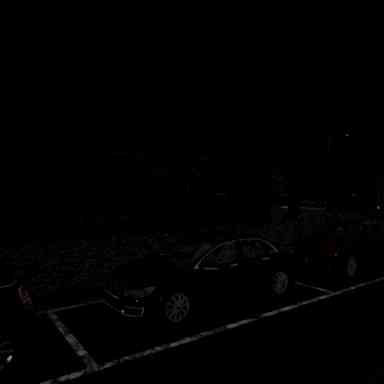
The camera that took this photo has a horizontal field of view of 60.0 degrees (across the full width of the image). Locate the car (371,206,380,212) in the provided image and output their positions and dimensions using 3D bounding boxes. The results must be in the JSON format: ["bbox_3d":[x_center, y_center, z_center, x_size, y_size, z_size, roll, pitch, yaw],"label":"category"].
[{"bbox_3d":[9.260,1.440,13.268,4.097,1.590,1.967,0,0,-36],"label":"car"}]

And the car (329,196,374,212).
[{"bbox_3d":[15.961,1.169,32.991,2.128,1.511,4.902,0,1,-36],"label":"car"}]

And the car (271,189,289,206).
[{"bbox_3d":[10.178,0.705,41.057,2.150,2.045,5.566,0,1,-35],"label":"car"}]

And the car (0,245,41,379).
[{"bbox_3d":[-4.062,1.440,3.752,4.097,1.590,1.967,0,0,-36],"label":"car"}]

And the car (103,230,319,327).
[{"bbox_3d":[0.379,1.550,6.924,4.403,1.369,2.008,0,0,-36],"label":"car"}]

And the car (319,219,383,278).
[{"bbox_3d":[4.820,1.544,10.096,4.507,1.381,1.887,0,0,-36],"label":"car"}]
